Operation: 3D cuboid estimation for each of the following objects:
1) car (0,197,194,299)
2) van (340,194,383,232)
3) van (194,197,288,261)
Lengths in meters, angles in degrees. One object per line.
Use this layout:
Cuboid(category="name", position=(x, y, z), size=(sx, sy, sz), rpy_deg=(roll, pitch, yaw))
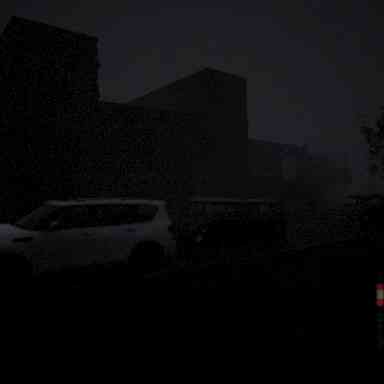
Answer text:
Cuboid(category="car", position=(-2.988, 1.172, 8.457), size=(5.566, 2.045, 2.435), rpy_deg=(1, 0, -38))
Cuboid(category="van", position=(10.033, 1.132, 18.887), size=(4.442, 1.987, 1.878), rpy_deg=(1, 0, -44))
Cuboid(category="van", position=(1.430, 1.170, 11.738), size=(4.442, 1.987, 1.878), rpy_deg=(1, 0, -39))
